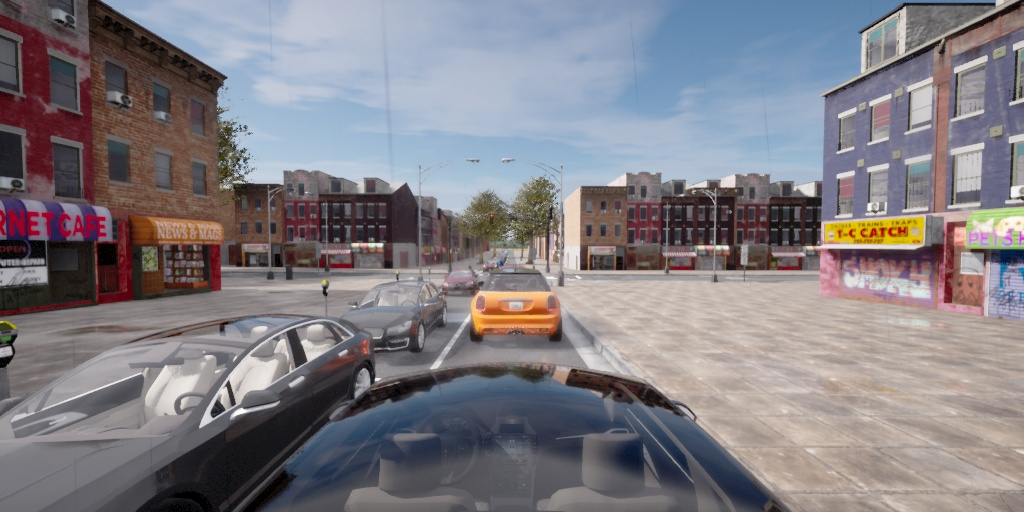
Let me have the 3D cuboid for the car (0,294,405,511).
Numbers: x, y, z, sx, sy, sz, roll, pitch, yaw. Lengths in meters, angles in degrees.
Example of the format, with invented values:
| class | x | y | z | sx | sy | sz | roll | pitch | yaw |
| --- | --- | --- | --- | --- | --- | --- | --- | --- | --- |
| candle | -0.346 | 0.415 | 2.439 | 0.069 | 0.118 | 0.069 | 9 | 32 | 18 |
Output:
| class | x | y | z | sx | sy | sz | roll | pitch | yaw |
| --- | --- | --- | --- | --- | --- | --- | --- | --- | --- |
| car | -2.643 | 1.300 | 3.183 | 2.007 | 1.370 | 4.403 | 0 | 0 | 0 |

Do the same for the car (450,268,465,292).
| class | x | y | z | sx | sy | sz | roll | pitch | yaw |
| --- | --- | --- | --- | --- | --- | --- | --- | --- | --- |
| car | -2.671 | 1.336 | 19.526 | 1.802 | 1.307 | 4.207 | 0 | 0 | 0 |

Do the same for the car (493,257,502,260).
| class | x | y | z | sx | sy | sz | roll | pitch | yaw |
| --- | --- | --- | --- | --- | --- | --- | --- | --- | --- |
| car | -2.719 | 1.245 | 46.301 | 1.967 | 1.591 | 4.097 | 0 | 0 | 0 |

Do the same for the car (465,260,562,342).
| class | x | y | z | sx | sy | sz | roll | pitch | yaw |
| --- | --- | --- | --- | --- | --- | --- | --- | --- | --- |
| car | 0.085 | 1.101 | 9.941 | 2.097 | 1.767 | 4.553 | 0 | 0 | 0 |

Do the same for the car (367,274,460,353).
| class | x | y | z | sx | sy | sz | roll | pitch | yaw |
| --- | --- | --- | --- | --- | --- | --- | --- | --- | --- |
| car | -2.652 | 1.299 | 8.632 | 2.007 | 1.370 | 4.403 | 0 | 0 | 0 |
